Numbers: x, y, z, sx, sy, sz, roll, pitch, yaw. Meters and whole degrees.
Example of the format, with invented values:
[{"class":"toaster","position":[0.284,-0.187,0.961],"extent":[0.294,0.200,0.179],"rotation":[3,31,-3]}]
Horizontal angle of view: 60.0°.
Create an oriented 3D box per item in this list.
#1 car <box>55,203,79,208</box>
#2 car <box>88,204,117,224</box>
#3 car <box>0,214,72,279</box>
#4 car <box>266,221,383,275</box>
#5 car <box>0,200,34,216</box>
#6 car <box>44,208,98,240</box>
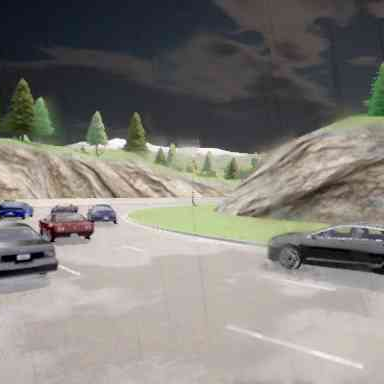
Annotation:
[{"class":"car","position":[-12.913,1.794,34.256],"extent":[1.895,1.301,4.718],"rotation":[0,0,-9]},{"class":"car","position":[-6.947,1.684,25.588],"extent":[1.812,1.442,4.674],"rotation":[0,0,-23]},{"class":"car","position":[-5.618,1.595,9.822],"extent":[2.033,1.411,5.357],"rotation":[1,-1,-40]},{"class":"car","position":[4.596,1.589,9.620],"extent":[4.902,1.511,2.128],"rotation":[0,0,39]},{"class":"car","position":[-15.502,1.624,29.689],"extent":[1.882,1.535,5.008],"rotation":[0,0,-14]},{"class":"car","position":[-6.593,1.698,17.107],"extent":[1.895,1.301,4.718],"rotation":[1,0,-33]}]
